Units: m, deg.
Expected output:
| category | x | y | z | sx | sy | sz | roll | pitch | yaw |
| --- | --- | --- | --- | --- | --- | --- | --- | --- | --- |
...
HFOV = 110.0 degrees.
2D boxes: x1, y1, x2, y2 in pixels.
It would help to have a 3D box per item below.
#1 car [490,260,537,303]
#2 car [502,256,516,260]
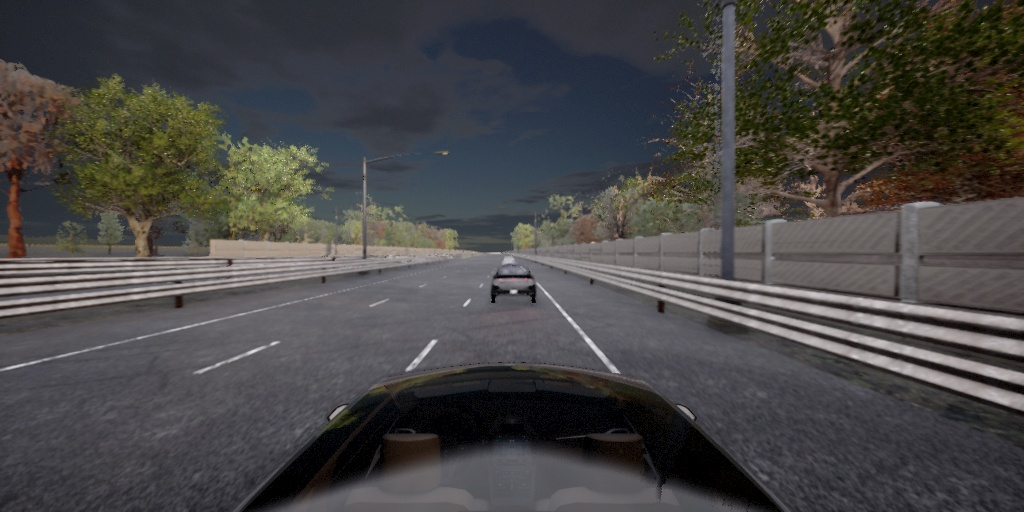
| category | x | y | z | sx | sy | sz | roll | pitch | yaw |
| --- | --- | --- | --- | --- | --- | --- | --- | --- | --- |
| car | 0.050 | 1.090 | 15.759 | 2.128 | 1.511 | 4.902 | 0 | 1 | 0 |
| car | -0.387 | 0.747 | 47.755 | 1.812 | 1.442 | 4.674 | 0 | 1 | -1 |
